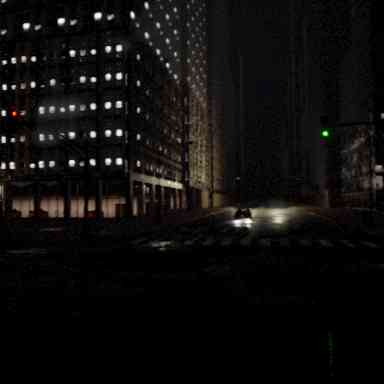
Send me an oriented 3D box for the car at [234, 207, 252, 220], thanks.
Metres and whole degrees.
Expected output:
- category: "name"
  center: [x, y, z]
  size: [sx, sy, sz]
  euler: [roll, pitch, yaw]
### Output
- category: "car"
  center: [6.047, 2.516, 39.028]
  size: [1.994, 1.385, 4.181]
  euler: [-1, -1, 12]
